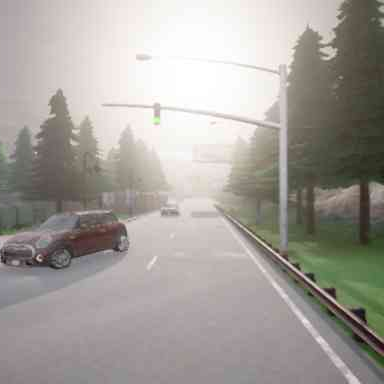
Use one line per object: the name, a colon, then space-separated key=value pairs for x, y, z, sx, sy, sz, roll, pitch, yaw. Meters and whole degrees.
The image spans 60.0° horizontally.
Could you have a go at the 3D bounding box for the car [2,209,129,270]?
car: x=-4.338 y=1.500 z=12.008 sx=2.097 sy=1.767 sz=4.553 roll=-2 pitch=0 yaw=26

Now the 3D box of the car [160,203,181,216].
car: x=-2.322 y=1.921 z=36.459 sx=1.895 sy=1.301 sz=4.718 roll=0 pitch=0 yaw=2
